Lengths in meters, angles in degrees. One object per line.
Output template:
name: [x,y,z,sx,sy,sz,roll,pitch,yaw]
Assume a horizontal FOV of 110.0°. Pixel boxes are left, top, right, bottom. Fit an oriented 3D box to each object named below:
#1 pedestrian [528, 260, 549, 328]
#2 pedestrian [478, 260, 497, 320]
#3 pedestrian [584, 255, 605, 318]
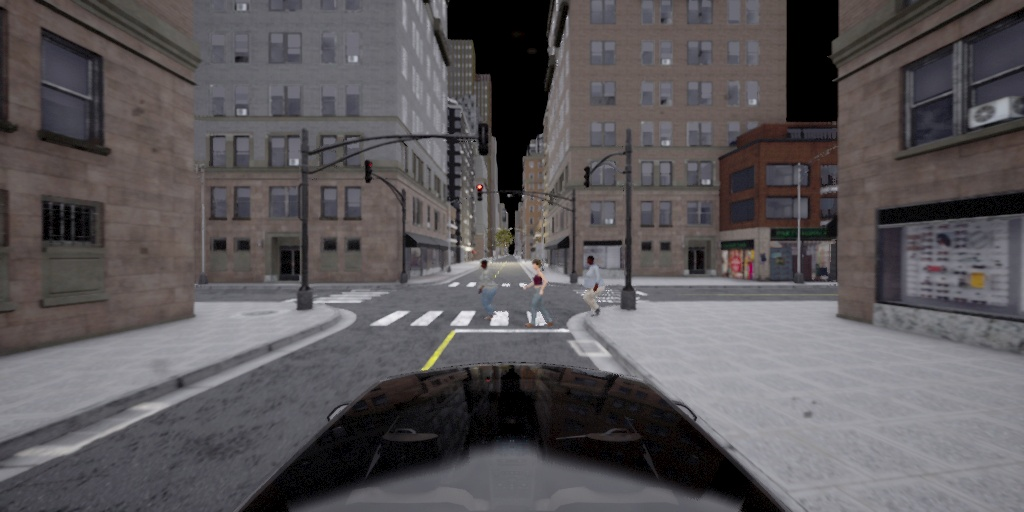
pedestrian: [0.706,0.996,9.630,0.375,1.860,0.375,0,0,0]
pedestrian: [-0.740,0.989,10.830,0.375,1.860,0.375,0,0,0]
pedestrian: [2.347,0.839,10.229,0.375,1.860,0.375,0,0,0]
